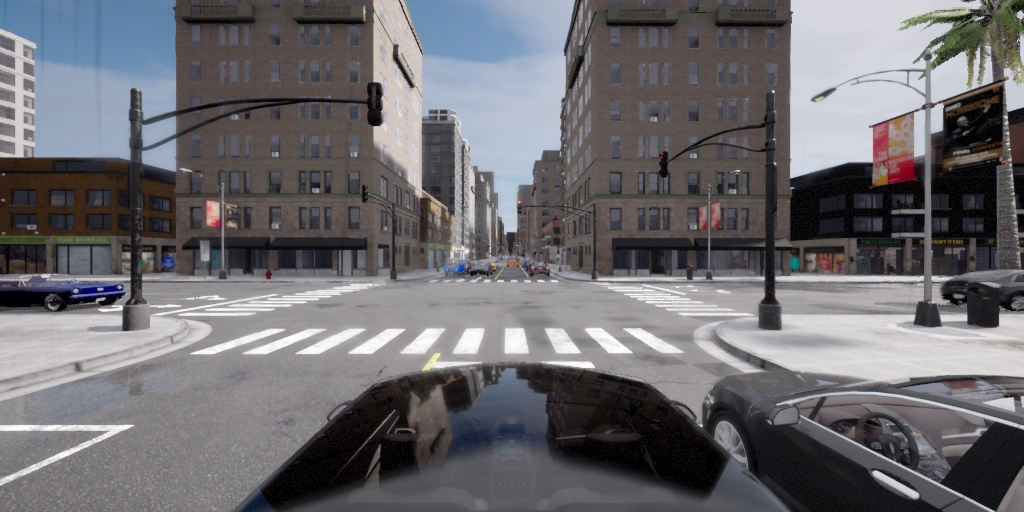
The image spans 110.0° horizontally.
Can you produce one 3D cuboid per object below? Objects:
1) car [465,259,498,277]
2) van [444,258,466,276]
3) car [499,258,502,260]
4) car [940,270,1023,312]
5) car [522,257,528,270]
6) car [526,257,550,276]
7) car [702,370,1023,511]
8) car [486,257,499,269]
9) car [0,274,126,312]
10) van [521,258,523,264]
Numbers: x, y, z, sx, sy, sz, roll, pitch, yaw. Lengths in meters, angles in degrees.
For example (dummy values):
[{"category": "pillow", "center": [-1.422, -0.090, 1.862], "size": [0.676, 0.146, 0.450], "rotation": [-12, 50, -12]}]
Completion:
[{"category": "car", "center": [-3.009, 1.299, 36.585], "size": [2.033, 1.411, 5.357], "rotation": [0, 0, 4]}, {"category": "van", "center": [-5.794, 1.093, 36.395], "size": [1.690, 1.789, 3.998], "rotation": [0, 0, 0]}, {"category": "car", "center": [-2.987, 1.354, 56.206], "size": [1.895, 1.301, 4.718], "rotation": [0, 0, 0]}, {"category": "car", "center": [19.653, 1.294, 13.831], "size": [4.892, 1.490, 1.837], "rotation": [0, 0, 0]}, {"category": "car", "center": [2.755, 1.193, 47.717], "size": [1.967, 1.591, 4.097], "rotation": [0, 0, 0]}, {"category": "car", "center": [2.732, 1.192, 36.379], "size": [1.967, 1.591, 4.097], "rotation": [0, 0, 0]}, {"category": "car", "center": [2.668, 1.300, 1.729], "size": [2.007, 1.370, 4.403], "rotation": [0, 0, 0]}, {"category": "car", "center": [-3.016, 1.231, 46.287], "size": [1.882, 1.535, 5.008], "rotation": [0, 0, 0]}, {"category": "car", "center": [-17.762, 1.329, 13.544], "size": [4.718, 1.301, 1.895], "rotation": [0, 0, 0]}, {"category": "van", "center": [2.779, 1.093, 59.056], "size": [1.690, 1.789, 3.998], "rotation": [0, 0, 0]}]
